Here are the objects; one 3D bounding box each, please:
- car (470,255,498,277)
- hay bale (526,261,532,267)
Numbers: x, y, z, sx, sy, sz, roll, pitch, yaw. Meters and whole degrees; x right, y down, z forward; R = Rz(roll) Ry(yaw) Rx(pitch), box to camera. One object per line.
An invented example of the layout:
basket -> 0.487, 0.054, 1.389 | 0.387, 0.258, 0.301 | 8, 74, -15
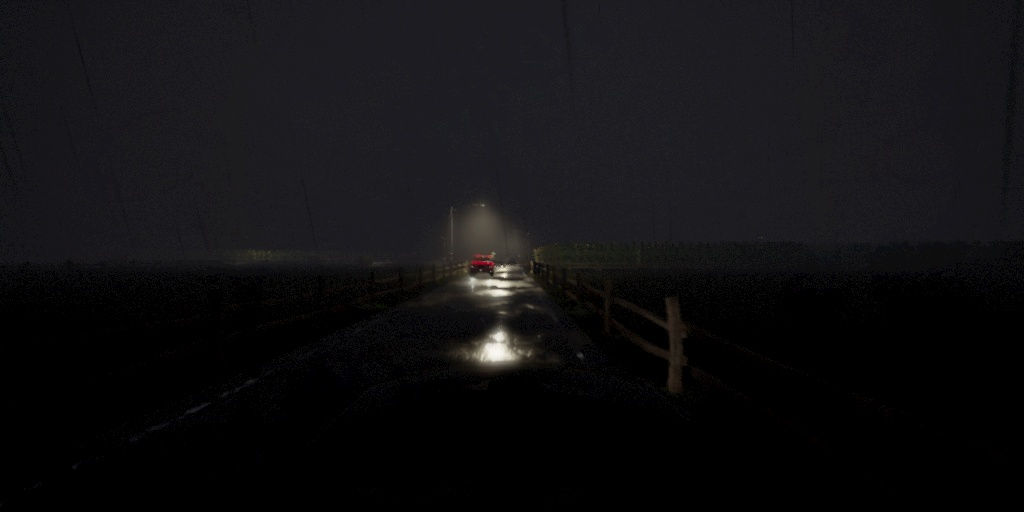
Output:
car -> -2.858, 0.953, 35.770 | 2.150, 2.045, 5.566 | 0, 0, 0
hay bale -> 3.097, 1.353, 64.467 | 1.220, 1.180, 1.240 | 0, 0, 0
